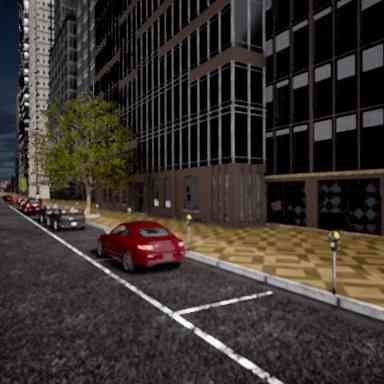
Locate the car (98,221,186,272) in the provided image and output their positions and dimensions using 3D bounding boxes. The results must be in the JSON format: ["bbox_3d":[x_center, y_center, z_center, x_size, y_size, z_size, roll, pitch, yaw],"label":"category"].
[{"bbox_3d":[-1.718,1.564,10.568,1.802,1.307,4.206,0,0,-32],"label":"car"}]

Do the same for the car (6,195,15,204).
[{"bbox_3d":[-31.485,1.439,59.089,1.887,1.381,4.507,0,0,-32],"label":"car"}]

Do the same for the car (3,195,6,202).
[{"bbox_3d":[-40.415,1.414,73.645,1.947,1.339,4.313,0,0,-32],"label":"car"}]

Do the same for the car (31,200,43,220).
[{"bbox_3d":[-10.648,1.519,25.124,2.008,1.369,4.403,0,0,-32],"label":"car"}]

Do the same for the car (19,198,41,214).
[{"bbox_3d":[-16.602,1.390,34.829,1.967,1.590,4.097,0,0,-32],"label":"car"}]

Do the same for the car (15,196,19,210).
[{"bbox_3d":[-19.579,1.380,39.680,1.967,1.590,4.097,0,0,-32],"label":"car"}]

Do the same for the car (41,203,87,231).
[{"bbox_3d":[-7.671,1.526,20.272,2.008,1.369,4.403,0,0,-32],"label":"car"}]

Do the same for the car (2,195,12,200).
[{"bbox_3d":[-46.369,1.380,83.349,1.947,1.339,4.313,0,0,-32],"label":"car"}]
